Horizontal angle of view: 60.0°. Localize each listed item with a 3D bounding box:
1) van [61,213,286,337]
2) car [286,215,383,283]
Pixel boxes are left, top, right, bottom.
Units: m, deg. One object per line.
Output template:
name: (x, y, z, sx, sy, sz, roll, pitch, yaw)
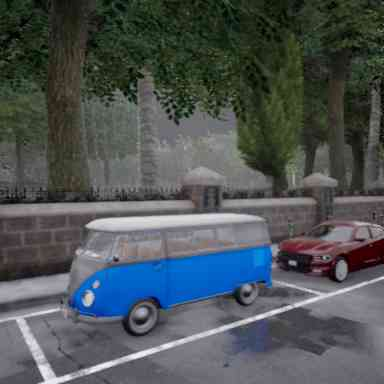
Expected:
van: (-0.250, 1.335, 6.357, 3.998, 1.788, 1.690, 0, 0, -35)
car: (4.357, 1.528, 9.640, 4.507, 1.381, 1.887, 0, 0, -35)
